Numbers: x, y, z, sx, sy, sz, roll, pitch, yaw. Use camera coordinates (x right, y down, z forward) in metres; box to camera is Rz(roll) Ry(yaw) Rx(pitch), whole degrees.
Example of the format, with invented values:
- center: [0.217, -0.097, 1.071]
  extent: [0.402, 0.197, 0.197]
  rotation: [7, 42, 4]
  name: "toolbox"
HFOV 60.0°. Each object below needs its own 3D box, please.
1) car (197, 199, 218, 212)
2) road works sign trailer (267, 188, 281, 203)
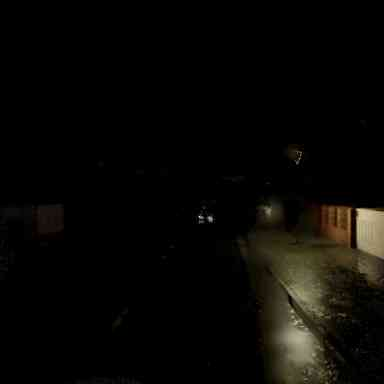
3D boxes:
- center: [1.959, 1.586, 40.173]
  extent: [2.128, 1.511, 4.902]
  rotation: [0, 0, 14]
  name: "car"
- center: [19.421, 0.761, 79.193]
  extent: [2.380, 3.560, 2.880]
  rotation: [-1, -1, 29]
  name: "road works sign trailer"
